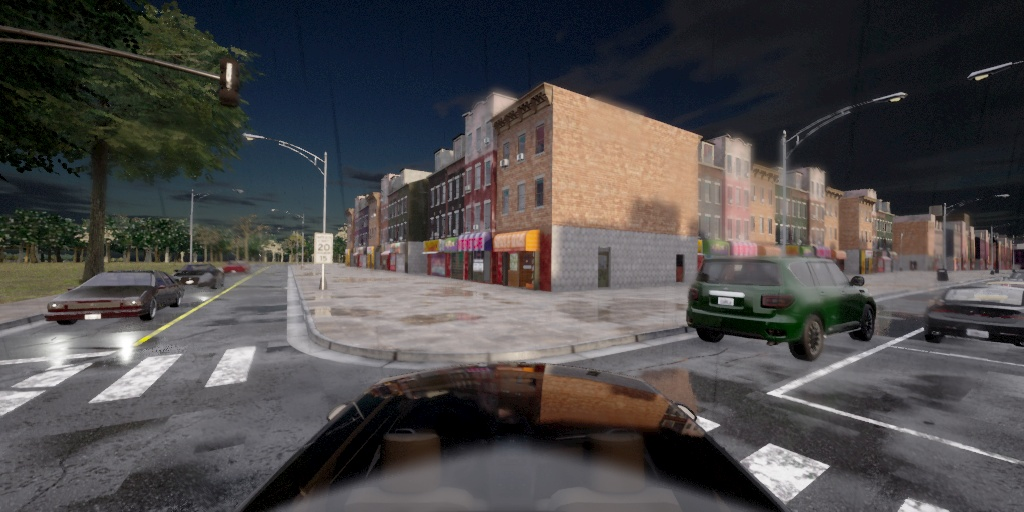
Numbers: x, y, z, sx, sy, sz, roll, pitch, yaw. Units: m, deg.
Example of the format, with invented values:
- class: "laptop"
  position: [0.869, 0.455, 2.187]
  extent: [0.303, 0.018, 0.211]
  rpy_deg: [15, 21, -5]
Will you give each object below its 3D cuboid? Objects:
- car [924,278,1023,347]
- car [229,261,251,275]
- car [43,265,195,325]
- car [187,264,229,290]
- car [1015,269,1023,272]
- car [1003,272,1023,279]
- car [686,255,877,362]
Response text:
- class: "car"
  position: [11.313, 1.365, 8.464]
  extent: [4.403, 1.370, 2.007]
  rpy_deg: [0, 0, -32]
- class: "car"
  position: [-26.885, 1.190, 35.110]
  extent: [1.895, 1.301, 4.718]
  rpy_deg: [1, -1, -31]
- class: "car"
  position: [-12.167, 1.157, 11.470]
  extent: [2.033, 1.411, 5.357]
  rpy_deg: [1, 0, -32]
- class: "car"
  position: [-17.461, 1.147, 19.951]
  extent: [1.994, 1.385, 4.181]
  rpy_deg: [1, -1, -32]
- class: "car"
  position: [25.690, 1.417, 17.577]
  extent: [4.097, 1.591, 1.967]
  rpy_deg: [0, 0, -32]
- class: "car"
  position: [16.249, 1.392, 11.593]
  extent: [4.829, 1.417, 1.751]
  rpy_deg: [0, 0, -32]
- class: "car"
  position: [6.510, 1.017, 8.551]
  extent: [5.566, 2.045, 2.150]
  rpy_deg: [1, -1, -32]
